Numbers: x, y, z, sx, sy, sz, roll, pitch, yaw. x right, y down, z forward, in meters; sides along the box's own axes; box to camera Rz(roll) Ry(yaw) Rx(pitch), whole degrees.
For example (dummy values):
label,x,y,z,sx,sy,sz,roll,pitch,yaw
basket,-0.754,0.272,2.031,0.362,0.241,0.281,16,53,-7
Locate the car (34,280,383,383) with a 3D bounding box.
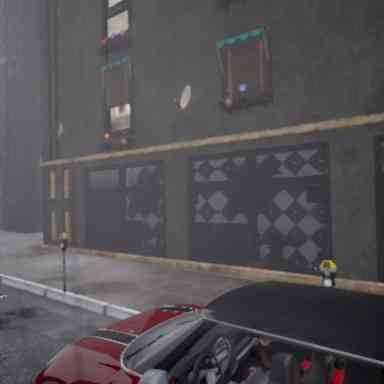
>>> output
label,x,y,z,sx,sy,sz,roll,pitch,yaw
car,0.567,1.449,2.489,4.097,1.590,1.967,-1,-1,36
